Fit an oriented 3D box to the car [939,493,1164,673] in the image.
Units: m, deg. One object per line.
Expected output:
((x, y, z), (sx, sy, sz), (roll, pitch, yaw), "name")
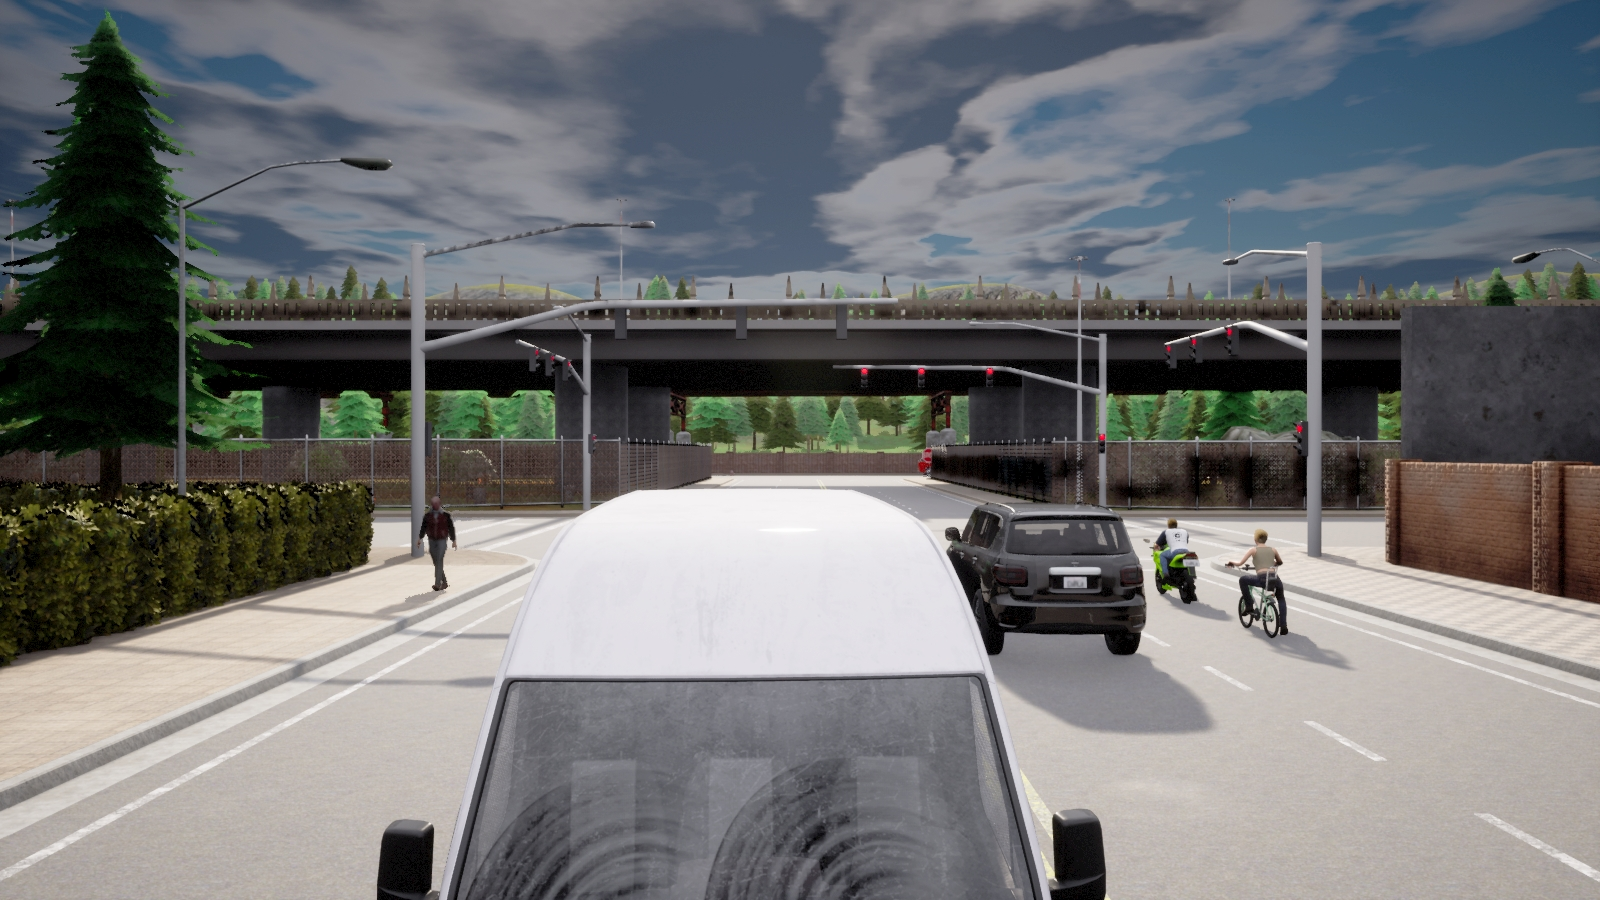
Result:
((3.496, 1.780, 17.139), (2.150, 2.045, 5.566), (0, 0, 0), "car")

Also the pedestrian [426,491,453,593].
((-6.664, 1.697, 21.121), (0.375, 1.860, 0.375), (0, 0, 2), "pedestrian")

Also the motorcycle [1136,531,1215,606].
((6.995, 2.187, 21.401), (0.803, 1.199, 2.033), (0, 0, 0), "motorcycle")

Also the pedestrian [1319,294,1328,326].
((31.040, -8.300, 67.695), (0.375, 1.860, 0.375), (0, 0, 0), "pedestrian")

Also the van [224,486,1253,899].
((-0.245, 1.535, 5.164), (1.988, 2.561, 5.915), (0, 0, -3), "van")

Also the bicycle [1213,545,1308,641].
((7.010, 2.159, 17.481), (0.859, 1.276, 1.487), (0, 0, 0), "bicycle")

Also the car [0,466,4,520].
((-34.680, 1.700, 44.086), (6.274, 2.098, 2.390), (0, 0, 0), "car")
